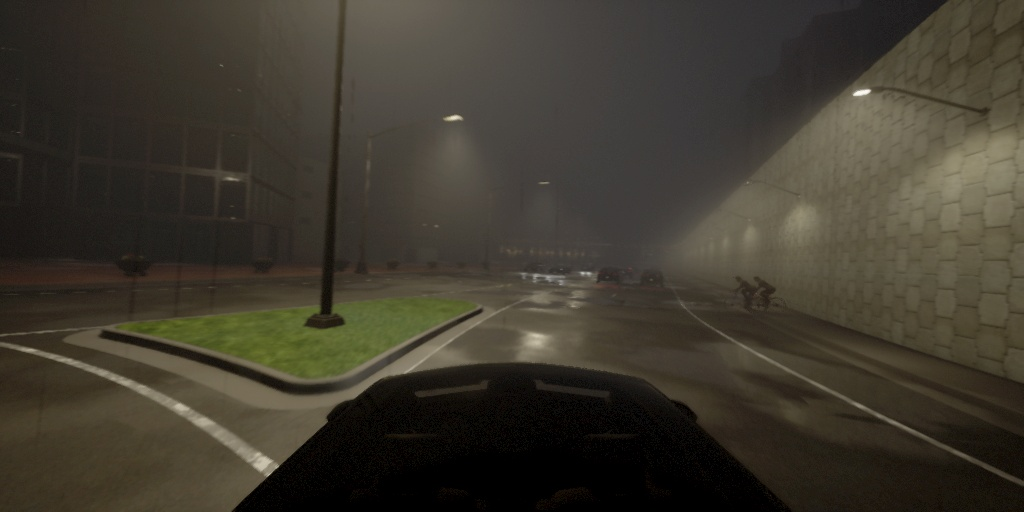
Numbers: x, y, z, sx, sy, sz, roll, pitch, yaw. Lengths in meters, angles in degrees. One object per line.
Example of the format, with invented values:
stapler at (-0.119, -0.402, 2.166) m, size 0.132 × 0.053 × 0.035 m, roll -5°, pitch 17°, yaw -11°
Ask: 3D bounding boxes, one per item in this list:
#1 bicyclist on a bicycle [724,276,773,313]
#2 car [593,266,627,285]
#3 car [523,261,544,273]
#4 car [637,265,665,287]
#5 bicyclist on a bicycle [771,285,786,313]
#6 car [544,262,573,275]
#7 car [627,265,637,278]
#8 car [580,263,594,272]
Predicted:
bicyclist on a bicycle at (10.108, 1.675, 15.638) m, size 1.656 × 1.620 × 0.582 m, roll -7°, pitch -1°, yaw 44°
car at (9.003, 1.703, 32.697) m, size 1.882 × 1.535 × 5.008 m, roll 3°, pitch 0°, yaw 22°
car at (2.995, 1.396, 46.185) m, size 1.837 × 1.490 × 4.892 m, roll 3°, pitch 0°, yaw 23°
car at (12.829, 1.911, 32.828) m, size 1.882 × 1.535 × 5.008 m, roll 3°, pitch 0°, yaw 22°
bicyclist on a bicycle at (10.929, 1.679, 15.660) m, size 0.582 × 1.620 × 1.656 m, roll -8°, pitch 1°, yaw -39°
car at (5.912, 1.652, 44.114) m, size 1.895 × 1.301 × 4.718 m, roll 3°, pitch 0°, yaw 23°
car at (15.034, 2.111, 47.747) m, size 1.994 × 1.385 × 4.181 m, roll 3°, pitch 0°, yaw 23°
car at (13.013, 1.926, 61.336) m, size 2.128 × 1.511 × 4.902 m, roll 3°, pitch 0°, yaw 22°
